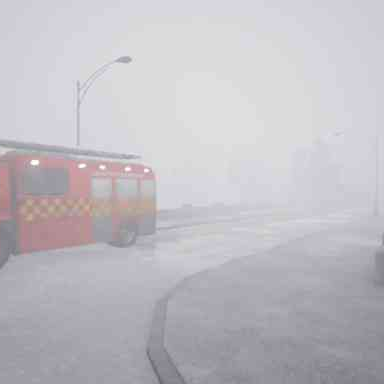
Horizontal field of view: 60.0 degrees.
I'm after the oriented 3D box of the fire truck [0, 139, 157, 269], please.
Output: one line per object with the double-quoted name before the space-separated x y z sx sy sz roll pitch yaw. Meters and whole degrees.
"fire truck" -5.101 0.339 12.000 2.891 3.827 8.468 0 0 37
